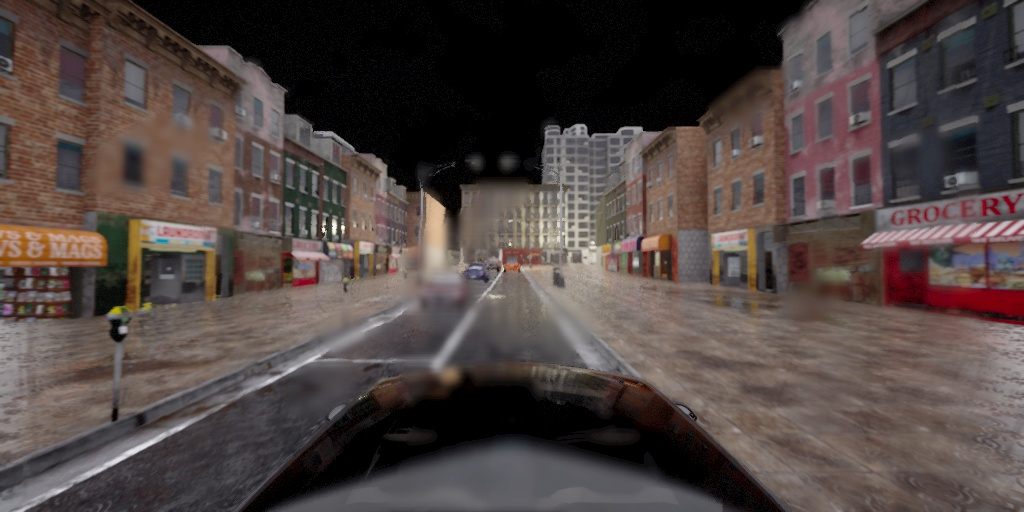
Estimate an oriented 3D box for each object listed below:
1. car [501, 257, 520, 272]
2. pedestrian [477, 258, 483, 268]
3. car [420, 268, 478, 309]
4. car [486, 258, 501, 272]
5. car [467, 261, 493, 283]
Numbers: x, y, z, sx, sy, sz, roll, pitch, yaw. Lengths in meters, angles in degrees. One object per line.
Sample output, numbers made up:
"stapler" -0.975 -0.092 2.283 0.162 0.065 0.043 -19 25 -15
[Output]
"car" 0.045 1.201 48.103 2.097 1.767 4.553 0 0 1
"pedestrian" -2.749 1.100 31.291 0.375 1.860 0.375 -1 -1 0
"car" -2.636 1.355 15.076 1.802 1.307 4.207 0 0 0
"car" -2.635 1.165 48.270 2.192 1.841 5.009 0 0 0
"car" -2.749 1.326 28.432 1.812 1.442 4.674 0 0 0
